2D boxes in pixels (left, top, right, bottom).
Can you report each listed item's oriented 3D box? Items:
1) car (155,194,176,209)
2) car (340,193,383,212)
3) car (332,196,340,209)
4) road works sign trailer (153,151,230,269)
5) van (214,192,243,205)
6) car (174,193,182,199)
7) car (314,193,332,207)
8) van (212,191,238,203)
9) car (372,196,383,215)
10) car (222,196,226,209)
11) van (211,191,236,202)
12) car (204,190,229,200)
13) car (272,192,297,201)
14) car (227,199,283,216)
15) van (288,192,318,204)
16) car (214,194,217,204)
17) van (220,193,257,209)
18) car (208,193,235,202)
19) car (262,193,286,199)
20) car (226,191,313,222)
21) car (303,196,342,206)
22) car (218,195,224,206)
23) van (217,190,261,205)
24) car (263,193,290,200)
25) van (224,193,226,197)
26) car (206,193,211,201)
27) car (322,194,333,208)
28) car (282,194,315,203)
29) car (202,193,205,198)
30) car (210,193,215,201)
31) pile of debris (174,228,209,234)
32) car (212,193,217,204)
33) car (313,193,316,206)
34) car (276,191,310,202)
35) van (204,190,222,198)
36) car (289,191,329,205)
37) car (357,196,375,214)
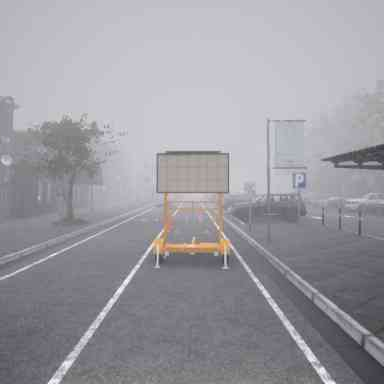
[{"bbox_3d":[-3.392,1.343,41.009,2.033,1.411,5.357,0,0,0],"label":"car"},{"bbox_3d":[18.739,1.097,34.129,5.566,2.045,2.435,0,0,0],"label":"car"},{"bbox_3d":[18.755,1.335,36.904,4.892,1.521,2.231,0,0,0],"label":"car"},{"bbox_3d":[0.036,0.441,11.128,2.380,3.560,2.880,0,0,2],"label":"road works sign trailer"},{"bbox_3d":[5.759,0.973,52.942,4.442,1.987,1.878,0,1,0],"label":"van"},{"bbox_3d":[-3.330,0.774,76.408,2.097,1.767,4.553,0,1,0],"label":"car"},{"bbox_3d":[18.932,1.296,42.460,5.366,1.575,1.946,0,0,0],"label":"car"},{"bbox_3d":[5.745,0.902,58.547,4.442,1.987,1.878,0,1,0],"label":"van"},{"bbox_3d":[18.786,1.376,28.578,5.008,1.535,2.097,0,0,0],"label":"car"},{"bbox_3d":[5.518,1.376,27.704,5.366,1.575,1.946,0,0,0],"label":"car"},{"bbox_3d":[5.739,0.866,61.350,4.442,1.987,1.878,0,1,0],"label":"van"},{"bbox_3d":[5.560,0.660,75.364,5.566,2.045,2.435,0,1,0],"label":"car"},{"bbox_3d":[18.718,0.889,67.443,4.553,1.767,2.185,0,1,0],"label":"car"},{"bbox_3d":[5.699,1.405,30.508,4.674,1.452,2.002,0,0,0],"label":"car"},{"bbox_3d":[18.831,0.931,56.339,4.442,1.987,1.878,0,1,0],"label":"van"},{"bbox_3d":[5.692,1.313,44.527,4.792,1.488,2.163,0,0,0],"label":"car"},{"bbox_3d":[5.786,1.077,41.722,4.442,1.987,1.878,0,0,0],"label":"van"},{"bbox_3d":[5.609,1.057,64.156,4.892,1.521,2.231,0,1,0],"label":"car"},{"bbox_3d":[18.673,0.908,75.771,4.892,1.521,2.231,0,1,0],"label":"car"},{"bbox_3d":[5.682,1.142,24.900,5.566,2.045,2.435,0,0,0],"label":"car"},{"bbox_3d":[18.763,1.282,48.015,4.792,1.488,2.163,0,1,0],"label":"car"},{"bbox_3d":[5.678,1.337,36.115,5.008,1.535,2.097,0,0,0],"label":"car"},{"bbox_3d":[5.560,1.096,38.920,4.442,1.987,1.878,0,0,0],"label":"van"},{"bbox_3d":[18.488,0.940,72.994,5.366,1.575,1.946,0,1,0],"label":"car"},{"bbox_3d":[5.807,1.125,33.310,4.442,1.987,1.878,0,0,0],"label":"van"},{"bbox_3d":[5.607,0.912,55.742,5.566,2.045,2.435,0,1,0],"label":"car"},{"bbox_3d":[18.749,1.318,39.682,5.008,1.535,2.097,0,0,0],"label":"car"},{"bbox_3d":[18.893,1.119,59.117,5.366,1.575,1.946,0,1,0],"label":"car"},{"bbox_3d":[5.566,0.696,72.561,5.566,2.045,2.435,0,1,0],"label":"car"},{"bbox_3d":[5.655,1.230,50.137,4.892,1.521,2.231,0,1,0],"label":"car"},{"bbox_3d":[-0.016,2.108,18.181,1.860,0.140,1.500,0,0,0],"label":"pile of debris"},{"bbox_3d":[5.653,1.298,47.334,4.674,1.452,2.002,0,1,0],"label":"car"},{"bbox_3d":[18.711,1.310,45.231,4.792,1.488,2.163,0,1,0],"label":"car"},{"bbox_3d":[18.729,0.835,61.889,5.566,2.045,2.435,0,1,0],"label":"car"},{"bbox_3d":[5.444,0.541,86.577,4.442,1.987,1.878,0,1,0],"label":"van"},{"bbox_3d":[18.749,0.942,53.563,5.566,2.045,2.435,0,1,0],"label":"car"},{"bbox_3d":[18.779,1.362,31.354,5.008,1.535,2.097,0,0,0],"label":"car"}]
